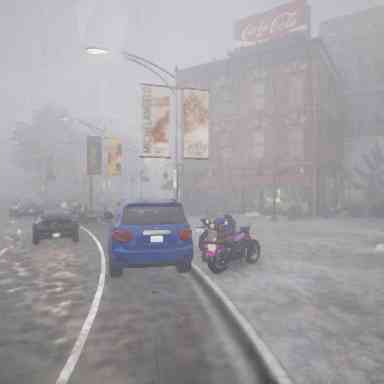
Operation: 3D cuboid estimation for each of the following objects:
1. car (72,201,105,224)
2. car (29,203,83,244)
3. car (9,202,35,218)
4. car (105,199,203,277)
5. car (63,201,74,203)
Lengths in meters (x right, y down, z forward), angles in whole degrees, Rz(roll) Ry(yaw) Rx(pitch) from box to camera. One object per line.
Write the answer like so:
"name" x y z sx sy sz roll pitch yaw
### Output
"car" -7.348 1.589 24.614 1.895 1.301 4.718 0 0 -28
"car" -6.487 1.512 15.880 1.837 1.490 4.892 0 0 -22
"car" -15.085 1.560 30.024 1.994 1.385 4.181 0 0 -40
"car" -1.533 1.218 10.591 2.150 2.045 5.566 0 0 -15
"car" -10.641 1.511 29.304 2.002 1.452 4.674 0 0 -38
